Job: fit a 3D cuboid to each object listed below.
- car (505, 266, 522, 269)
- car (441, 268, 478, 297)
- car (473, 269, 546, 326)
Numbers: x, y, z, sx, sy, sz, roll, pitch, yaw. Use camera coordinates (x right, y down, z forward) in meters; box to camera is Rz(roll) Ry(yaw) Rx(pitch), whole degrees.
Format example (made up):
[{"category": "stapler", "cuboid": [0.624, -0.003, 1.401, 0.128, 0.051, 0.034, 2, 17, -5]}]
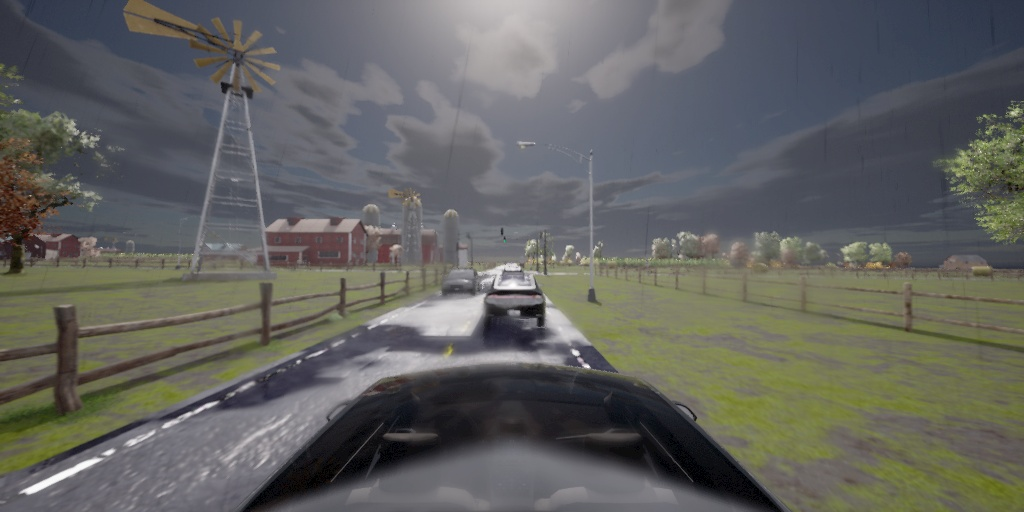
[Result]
[{"category": "car", "cuboid": [0.091, 1.591, 30.668, 2.128, 1.511, 4.902, 0, -1, 0]}, {"category": "car", "cuboid": [-2.849, 1.486, 20.916, 1.837, 1.490, 4.892, 0, -1, 0]}, {"category": "car", "cuboid": [0.086, 1.368, 12.181, 2.128, 1.511, 4.902, 0, -1, 0]}]
